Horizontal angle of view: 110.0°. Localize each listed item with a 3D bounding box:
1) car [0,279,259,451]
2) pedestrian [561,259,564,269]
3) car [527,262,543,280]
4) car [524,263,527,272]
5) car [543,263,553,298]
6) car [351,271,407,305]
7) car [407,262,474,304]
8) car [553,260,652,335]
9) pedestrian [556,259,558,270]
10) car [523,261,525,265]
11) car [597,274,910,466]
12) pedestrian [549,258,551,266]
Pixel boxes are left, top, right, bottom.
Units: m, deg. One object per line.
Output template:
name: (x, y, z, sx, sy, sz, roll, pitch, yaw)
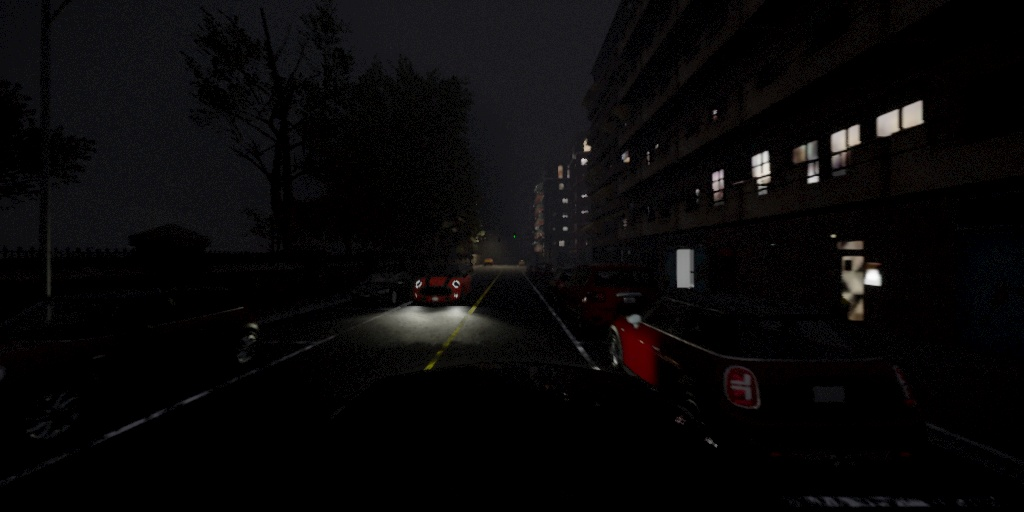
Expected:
car: (-5.690, 1.205, 4.973, 1.967, 1.591, 4.097, 0, 0, 0)
pedestrian: (8.116, 1.405, 57.182, 0.375, 1.860, 0.375, 0, 0, 0)
car: (2.680, 1.341, 33.129, 1.967, 1.591, 4.097, 0, 0, 0)
car: (2.679, 1.497, 38.759, 1.948, 1.339, 4.313, 0, 0, 0)
car: (2.686, 1.258, 16.239, 1.967, 1.591, 4.097, 0, 0, 0)
car: (-5.694, 1.368, 16.235, 2.007, 1.370, 4.403, 0, 0, 0)
car: (-3.107, 1.172, 16.802, 2.097, 1.767, 4.553, 0, 0, 0)
car: (2.688, 1.106, 10.608, 2.192, 1.841, 5.009, 0, 0, 0)
pedestrian: (7.116, 1.247, 56.582, 0.375, 1.860, 0.375, 0, 0, 0)
car: (2.676, 1.487, 44.560, 1.751, 1.417, 4.829, 0, 0, 0)
car: (2.691, 1.205, 4.978, 1.967, 1.591, 4.097, 0, 0, 0)
pedestrian: (6.115, 1.181, 57.782, 0.375, 1.860, 0.375, 0, 0, 0)
